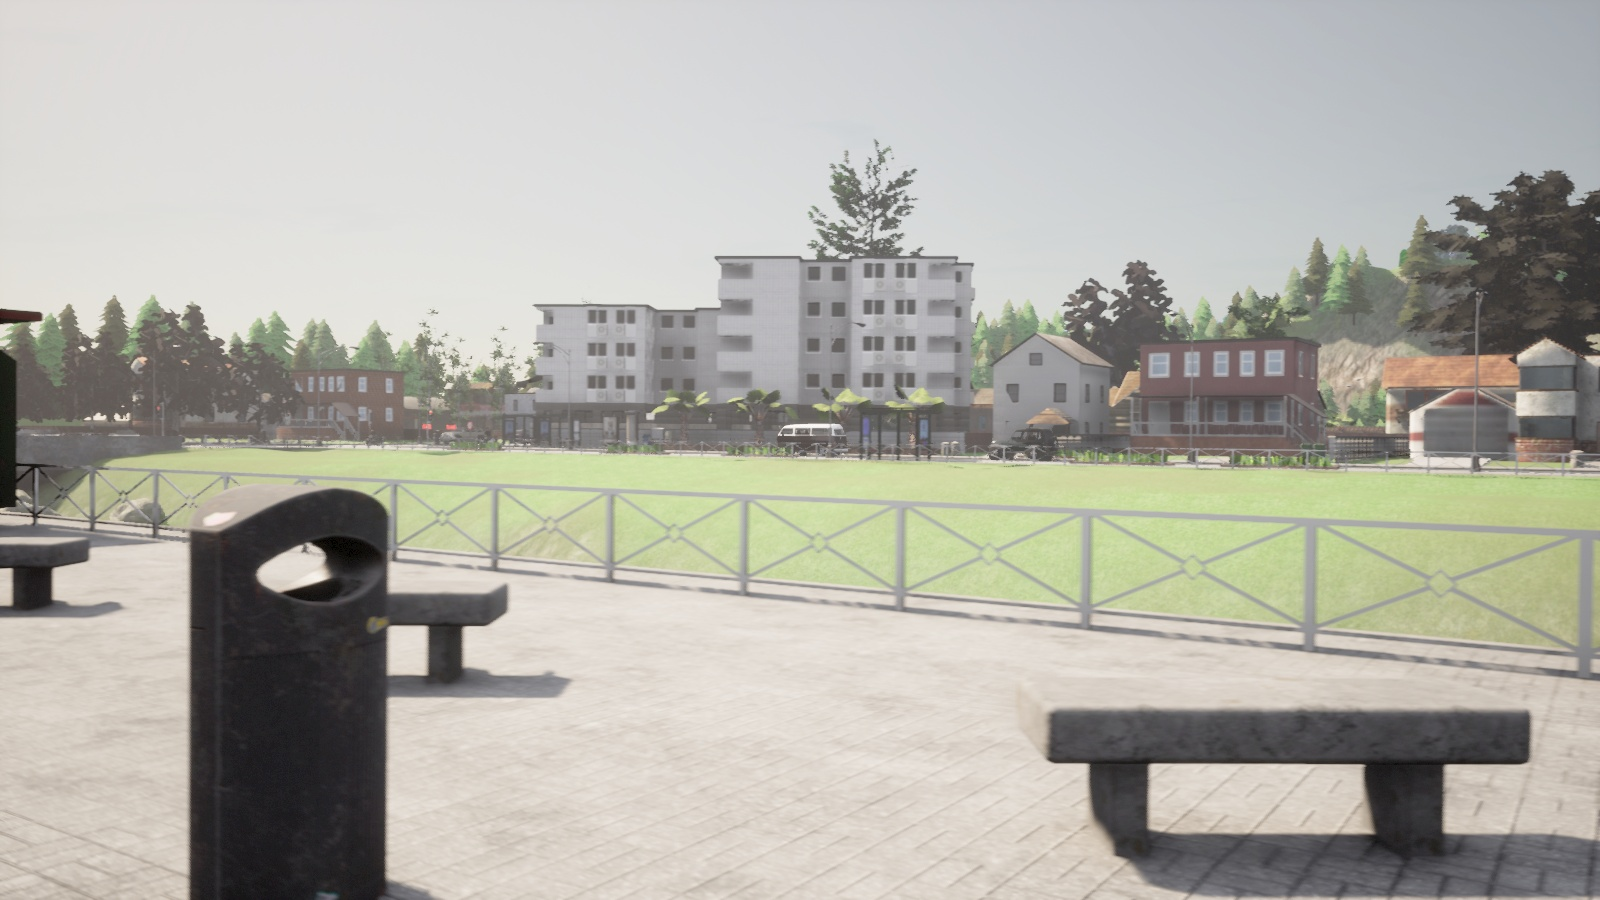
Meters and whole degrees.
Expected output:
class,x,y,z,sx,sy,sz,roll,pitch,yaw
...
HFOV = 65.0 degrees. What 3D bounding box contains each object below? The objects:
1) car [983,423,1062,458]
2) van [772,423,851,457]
class,x,y,z,sx,sy,sz,roll,pitch,yaw
car,12.404,-0.541,70.048,3.866,1.878,1.905,0,1,34
van,0.687,-0.614,77.834,4.480,2.038,2.069,0,1,34
